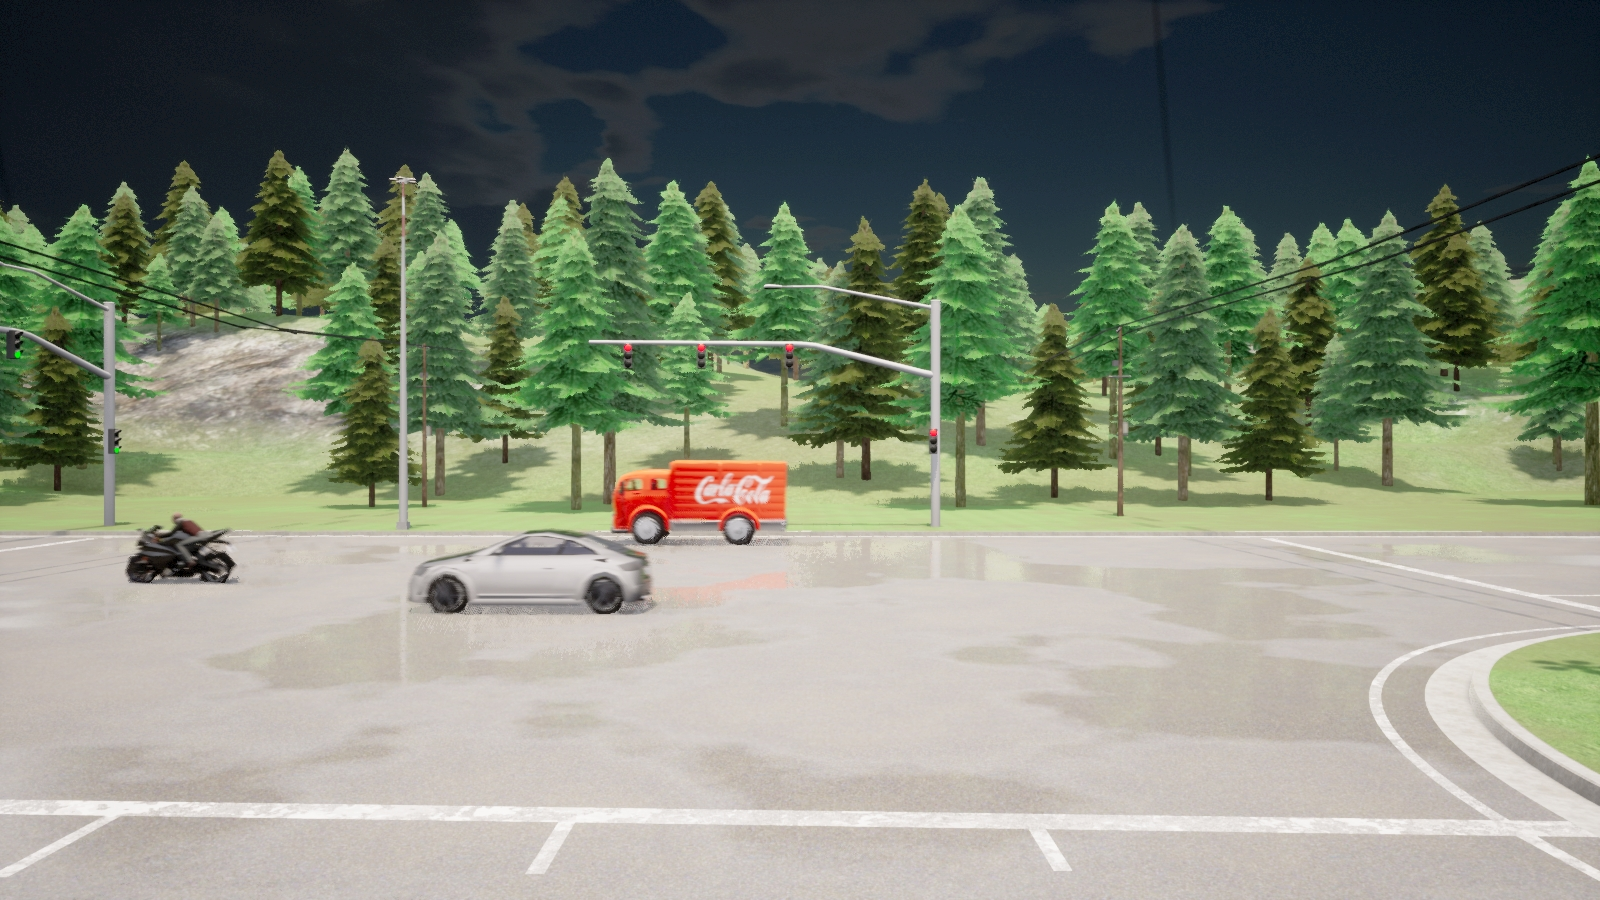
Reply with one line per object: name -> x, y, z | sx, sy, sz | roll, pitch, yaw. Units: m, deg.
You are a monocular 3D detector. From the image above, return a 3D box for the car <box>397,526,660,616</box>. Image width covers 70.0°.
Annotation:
car -> -4.705, 2.105, 20.262 | 4.181, 1.385, 1.994 | 0, 0, 0

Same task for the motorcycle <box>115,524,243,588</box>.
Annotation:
motorcycle -> -12.917, 2.189, 23.812 | 2.209, 1.251, 0.867 | 0, 0, 0

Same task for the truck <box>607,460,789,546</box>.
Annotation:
truck -> -2.964, 1.544, 34.252 | 5.204, 2.467, 2.627 | 0, 0, 0
